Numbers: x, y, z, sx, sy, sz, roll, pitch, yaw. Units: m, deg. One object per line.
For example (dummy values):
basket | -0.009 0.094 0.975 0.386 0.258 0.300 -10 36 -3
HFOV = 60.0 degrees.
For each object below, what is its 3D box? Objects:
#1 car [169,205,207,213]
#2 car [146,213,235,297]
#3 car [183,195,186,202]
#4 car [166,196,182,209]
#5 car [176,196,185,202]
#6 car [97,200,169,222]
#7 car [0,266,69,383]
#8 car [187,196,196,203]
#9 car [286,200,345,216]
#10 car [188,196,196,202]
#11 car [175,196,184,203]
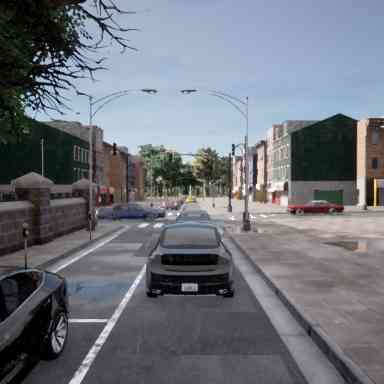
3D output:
car | 0.091 1.552 15.977 2.033 1.411 5.357 0 0 0
car | -0.027 1.505 8.532 1.837 1.490 4.892 0 0 0
car | -2.682 1.628 63.296 1.887 1.381 4.507 -1 0 0
car | -2.670 1.478 41.557 1.967 1.590 4.097 -1 0 0
car | -2.691 1.690 79.600 1.947 1.339 4.313 -1 0 0
car | -4.808 1.621 26.888 5.357 1.411 2.033 -1 0 0
car | -2.646 1.565 3.237 1.947 1.339 4.313 -1 0 0
car | -0.029 1.582 71.711 1.882 1.535 5.008 0 0 0
car | 10.941 1.428 29.835 4.718 1.301 1.895 -1 1 0
car | -0.046 1.671 82.145 2.033 1.411 5.357 0 0 0
car | -2.688 1.655 74.165 1.887 1.381 4.507 -1 0 0
